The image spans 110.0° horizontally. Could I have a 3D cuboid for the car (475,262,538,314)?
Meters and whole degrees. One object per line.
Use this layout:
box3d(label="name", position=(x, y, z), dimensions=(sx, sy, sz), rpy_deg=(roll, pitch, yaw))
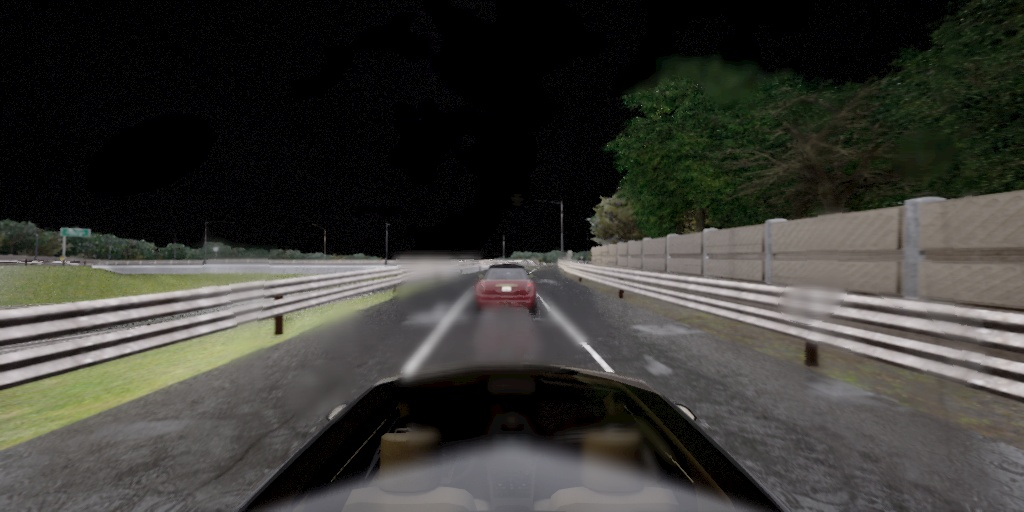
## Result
box3d(label="car", position=(-0.212, 1.088, 13.773), dimensions=(2.097, 1.767, 4.553), rpy_deg=(0, 0, -1))
